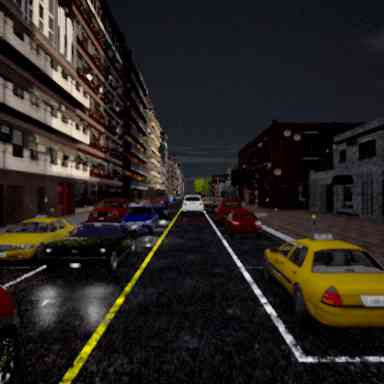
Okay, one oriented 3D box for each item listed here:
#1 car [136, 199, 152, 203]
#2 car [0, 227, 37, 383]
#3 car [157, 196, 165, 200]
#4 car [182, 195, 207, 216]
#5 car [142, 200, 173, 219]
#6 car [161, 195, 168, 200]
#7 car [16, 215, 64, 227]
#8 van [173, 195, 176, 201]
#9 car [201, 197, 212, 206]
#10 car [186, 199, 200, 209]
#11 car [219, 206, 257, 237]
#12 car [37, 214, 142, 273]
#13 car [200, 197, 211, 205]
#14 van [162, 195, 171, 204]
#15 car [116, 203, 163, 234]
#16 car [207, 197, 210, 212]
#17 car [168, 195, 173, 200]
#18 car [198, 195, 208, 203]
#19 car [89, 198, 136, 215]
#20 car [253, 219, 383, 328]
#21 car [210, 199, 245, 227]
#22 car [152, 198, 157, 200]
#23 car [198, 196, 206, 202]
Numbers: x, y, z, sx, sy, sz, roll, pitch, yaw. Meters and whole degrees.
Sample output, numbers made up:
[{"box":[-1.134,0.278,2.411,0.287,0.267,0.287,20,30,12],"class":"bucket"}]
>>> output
[{"box":[-5.691,1.671,34.656,2.008,1.369,4.403,0,0,0],"class":"car"},{"box":[-3.099,1.360,2.042,2.097,1.767,4.553,0,0,0],"class":"car"},{"box":[-5.692,1.733,51.275,1.887,1.381,4.507,0,0,0],"class":"car"},{"box":[0.098,1.343,34.859,2.150,2.045,5.566,0,0,0],"class":"car"},{"box":[-3.002,1.666,30.056,1.994,1.385,4.181,0,0,0],"class":"car"},{"box":[-5.692,1.653,56.813,1.967,1.590,4.097,0,0,0],"class":"car"},{"box":[-5.689,1.566,12.329,1.752,1.417,4.829,0,0,0],"class":"car"},{"box":[-5.695,1.687,84.510,1.690,1.788,3.998,0,0,0],"class":"van"},{"box":[2.687,1.763,62.524,1.752,1.417,4.829,0,0,0],"class":"car"},{"box":[0.094,1.729,49.710,2.033,1.411,5.357,0,0,0],"class":"car"},{"box":[2.692,1.641,18.040,1.802,1.307,4.206,0,0,0],"class":"car"},{"box":[-3.076,1.637,10.984,1.895,1.301,4.718,0,0,0],"class":"car"},{"box":[2.687,1.813,67.893,2.008,1.369,4.403,0,0,0],"class":"car"},{"box":[-5.693,1.630,73.433,1.690,1.788,3.998,0,0,0],"class":"van"},{"box":[-3.015,1.592,20.041,1.812,1.442,4.674,0,0,0],"class":"car"},{"box":[2.690,1.693,40.197,2.008,1.369,4.403,0,0,0],"class":"car"},{"box":[-5.693,1.578,67.893,2.192,1.841,5.009,0,0,0],"class":"car"},{"box":[2.687,1.632,78.972,2.192,1.841,5.009,0,0,0],"class":"car"},{"box":[-5.688,1.394,23.579,2.192,1.841,5.009,0,0,0],"class":"car"},{"box":[2.693,1.549,7.132,1.752,1.417,4.829,0,0,0],"class":"car"},{"box":[2.692,1.394,23.580,2.192,1.841,5.009,0,0,0],"class":"car"},{"box":[-5.691,1.667,40.025,1.752,1.417,4.829,0,0,0],"class":"car"},{"box":[2.685,1.816,90.050,1.967,1.590,4.097,0,0,0],"class":"car"}]
